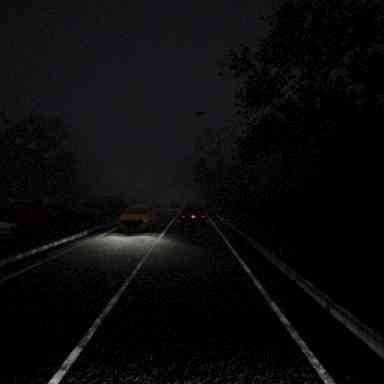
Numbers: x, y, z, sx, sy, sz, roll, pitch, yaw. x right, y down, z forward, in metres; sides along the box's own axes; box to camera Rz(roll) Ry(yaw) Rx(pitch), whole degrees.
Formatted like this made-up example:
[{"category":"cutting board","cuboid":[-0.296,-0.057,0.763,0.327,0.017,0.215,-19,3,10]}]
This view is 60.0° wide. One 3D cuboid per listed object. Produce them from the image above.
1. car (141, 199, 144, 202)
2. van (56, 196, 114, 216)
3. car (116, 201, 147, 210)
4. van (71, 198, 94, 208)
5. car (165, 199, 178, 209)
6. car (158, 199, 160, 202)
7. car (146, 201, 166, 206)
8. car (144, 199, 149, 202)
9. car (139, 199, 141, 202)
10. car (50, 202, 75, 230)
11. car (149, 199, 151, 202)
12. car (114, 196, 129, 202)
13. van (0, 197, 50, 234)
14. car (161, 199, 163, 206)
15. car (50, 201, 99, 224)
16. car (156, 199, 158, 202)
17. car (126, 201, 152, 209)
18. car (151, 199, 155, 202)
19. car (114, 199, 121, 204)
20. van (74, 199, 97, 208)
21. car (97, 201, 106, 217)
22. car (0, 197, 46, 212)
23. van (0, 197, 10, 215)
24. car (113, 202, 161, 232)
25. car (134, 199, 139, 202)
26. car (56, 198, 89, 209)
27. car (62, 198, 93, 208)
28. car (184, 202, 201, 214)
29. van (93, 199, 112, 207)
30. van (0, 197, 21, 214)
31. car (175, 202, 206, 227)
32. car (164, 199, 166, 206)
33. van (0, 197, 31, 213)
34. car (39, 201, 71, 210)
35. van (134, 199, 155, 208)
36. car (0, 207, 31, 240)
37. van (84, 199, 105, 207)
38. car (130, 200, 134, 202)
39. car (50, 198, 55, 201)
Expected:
[{"category":"car","cuboid":[-10.295,1.989,51.336,4.553,1.767,2.185,0,-1,0]},{"category":"van","cuboid":[-10.213,1.479,31.926,4.442,1.987,1.878,0,-1,0]},{"category":"car","cuboid":[-10.319,2.255,56.883,4.892,1.521,2.231,0,-1,0]},{"category":"van","cuboid":[-23.286,2.376,70.846,4.442,1.987,1.878,0,-1,0]},{"category":"car","cuboid":[-3.323,2.448,62.856,2.033,1.411,5.357,0,-1,0]},{"category":"car","cuboid":[-10.352,2.768,76.310,4.792,1.488,2.163,0,-1,0]},{"category":"car","cuboid":[-10.134,3.236,92.950,5.366,1.575,1.946,0,-2,0]},{"category":"car","cuboid":[-10.140,2.181,54.108,5.366,1.575,1.946,0,-1,0]},{"category":"car","cuboid":[-10.296,1.920,48.561,4.553,1.767,2.185,0,-1,0]},{"category":"car","cuboid":[-10.337,1.606,20.820,5.008,1.535,2.097,0,-1,0]},{"category":"car","cuboid":[-10.331,2.324,59.659,4.892,1.521,2.231,0,-1,0]},{"category":"car","cuboid":[-10.357,1.517,37.462,5.566,2.045,2.435,0,-1,0]},{"category":"van","cuboid":[-10.448,1.356,18.045,4.442,1.987,1.878,0,-1,0]},{"category":"car","cuboid":[-10.315,2.887,81.862,4.892,1.521,2.231,0,-2,0]},{"category":"car","cuboid":[-10.301,1.685,26.370,4.792,1.488,2.163,0,-1,0]},{"category":"car","cuboid":[-10.294,2.629,70.759,4.792,1.488,2.163,0,-1,0]},{"category":"car","cuboid":[-10.295,2.491,65.208,4.792,1.488,2.163,0,-1,0]},{"category":"car","cuboid":[-10.139,2.389,62.434,5.366,1.575,1.946,0,-1,0]},{"category":"car","cuboid":[-10.358,1.759,34.706,4.792,1.488,2.163,0,-1,0]},{"category":"van","cuboid":[-23.519,2.445,73.616,4.442,1.987,1.878,0,-1,0]},{"category":"car","cuboid":[-10.333,1.720,29.147,4.674,1.452,2.002,0,-1,0]},{"category":"car","cuboid":[-23.379,1.725,45.798,5.566,2.045,2.435,0,-1,0]},{"category":"van","cuboid":[-23.292,1.543,37.481,4.442,1.987,1.878,0,-1,0]},{"category":"car","cuboid":[-3.358,1.601,21.151,1.882,1.535,5.008,0,-1,0]},{"category":"car","cuboid":[-10.322,1.976,45.782,5.008,1.535,2.097,0,-1,0]},{"category":"car","cuboid":[-23.376,2.212,65.309,5.566,2.045,2.435,0,-1,0]},{"category":"car","cuboid":[-23.375,2.281,68.078,5.566,2.045,2.435,0,-1,0]},{"category":"car","cuboid":[0.076,1.982,42.543,2.033,1.411,5.357,0,-1,0]},{"category":"van","cuboid":[-23.517,2.826,87.330,4.442,1.987,1.878,0,-2,0]},{"category":"van","cuboid":[-23.524,1.616,40.383,4.442,1.987,1.878,0,-1,0]},{"category":"car","cuboid":[0.088,1.706,24.414,2.033,1.411,5.357,0,-1,0]},{"category":"car","cuboid":[-10.135,3.047,87.279,5.366,1.575,1.946,0,-2,0]},{"category":"van","cuboid":[-23.524,1.682,43.027,4.442,1.987,1.878,0,-1,0]},{"category":"car","cuboid":[-23.408,2.293,56.868,4.674,1.452,2.002,0,-1,0]},{"category":"van","cuboid":[-10.439,2.443,73.541,4.442,1.987,1.878,0,-1,0]},{"category":"car","cuboid":[-10.335,1.597,15.267,4.674,1.452,2.002,0,0,0]},{"category":"van","cuboid":[-23.293,2.586,79.170,4.442,1.987,1.878,0,-2,0]},{"category":"car","cuboid":[-10.330,1.947,43.006,4.674,1.452,2.002,0,-1,0]},{"category":"car","cuboid":[-23.401,2.049,48.685,5.008,1.535,2.097,0,-1,0]}]
